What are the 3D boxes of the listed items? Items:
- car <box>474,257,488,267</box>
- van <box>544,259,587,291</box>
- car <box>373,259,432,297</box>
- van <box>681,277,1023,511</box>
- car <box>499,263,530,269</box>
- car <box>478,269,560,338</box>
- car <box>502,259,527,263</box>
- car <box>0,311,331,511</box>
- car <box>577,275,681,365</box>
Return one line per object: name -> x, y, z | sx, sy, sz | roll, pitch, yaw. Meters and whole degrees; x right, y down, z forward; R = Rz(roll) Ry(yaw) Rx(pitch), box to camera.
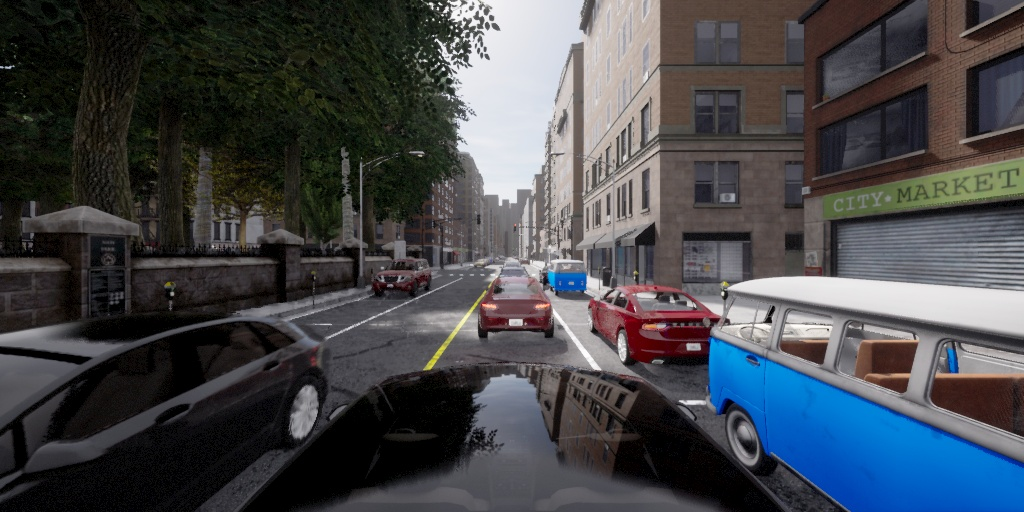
car -> -5.624, 1.229, 62.676 | 1.751, 1.417, 4.829 | 0, 0, 0
van -> 2.869, 1.086, 19.191 | 1.690, 1.789, 3.998 | 0, 0, 0
car -> -5.655, 1.060, 19.157 | 2.192, 1.841, 5.009 | 0, 0, 0
van -> 2.857, 1.091, 2.209 | 1.690, 1.789, 3.998 | 0, 0, 0
car -> 0.110, 1.292, 19.652 | 2.033, 1.411, 5.357 | 0, 0, 1
car -> 0.101, 1.274, 10.073 | 1.812, 1.442, 4.674 | 0, 0, 0
car -> 0.024, 1.242, 29.396 | 1.837, 1.490, 4.892 | 0, 0, 0
car -> -3.099, 1.255, 2.414 | 1.837, 1.490, 4.892 | 0, 0, 0
car -> 2.861, 1.294, 7.870 | 1.888, 1.381, 4.507 | 0, 0, 0
